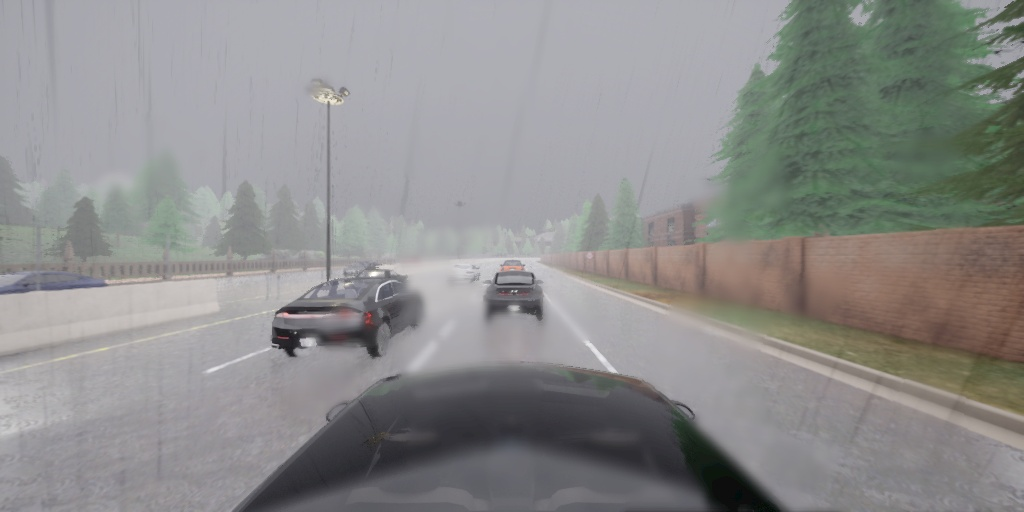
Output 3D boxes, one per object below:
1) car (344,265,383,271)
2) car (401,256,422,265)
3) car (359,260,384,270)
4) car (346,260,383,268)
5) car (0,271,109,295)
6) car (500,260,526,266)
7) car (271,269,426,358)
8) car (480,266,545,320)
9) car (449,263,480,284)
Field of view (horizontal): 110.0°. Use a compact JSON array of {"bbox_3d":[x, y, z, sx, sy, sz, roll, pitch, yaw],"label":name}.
[{"bbox_3d":[-6.963,1.351,19.044,1.895,1.301,4.718,0,0,0],"label":"car"},{"bbox_3d":[-16.877,0.981,60.674,2.150,2.045,5.566,0,0,1],"label":"car"},{"bbox_3d":[-20.585,1.316,52.758,1.994,1.385,4.181,0,0,2],"label":"car"},{"bbox_3d":[-14.067,1.243,33.723,2.128,1.511,4.902,0,0,1],"label":"car"},{"bbox_3d":[-17.602,1.276,12.937,1.812,1.442,4.674,0,0,0],"label":"car"},{"bbox_3d":[0.078,1.103,30.569,2.097,1.767,4.553,0,0,1],"label":"car"},{"bbox_3d":[-3.402,1.242,8.452,2.128,1.511,4.902,0,0,0],"label":"car"},{"bbox_3d":[0.082,1.255,12.557,1.837,1.490,4.892,0,0,0],"label":"car"},{"bbox_3d":[-3.479,1.277,26.919,1.812,1.442,4.674,0,0,0],"label":"car"}]
